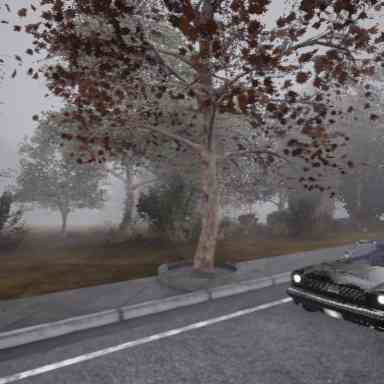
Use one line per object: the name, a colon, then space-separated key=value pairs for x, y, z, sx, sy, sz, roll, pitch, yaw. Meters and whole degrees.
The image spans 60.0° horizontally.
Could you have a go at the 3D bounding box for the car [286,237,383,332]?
car: x=4.029 y=1.627 z=6.560 sx=4.718 sy=1.301 sz=1.895 roll=0 pitch=0 yaw=-36
